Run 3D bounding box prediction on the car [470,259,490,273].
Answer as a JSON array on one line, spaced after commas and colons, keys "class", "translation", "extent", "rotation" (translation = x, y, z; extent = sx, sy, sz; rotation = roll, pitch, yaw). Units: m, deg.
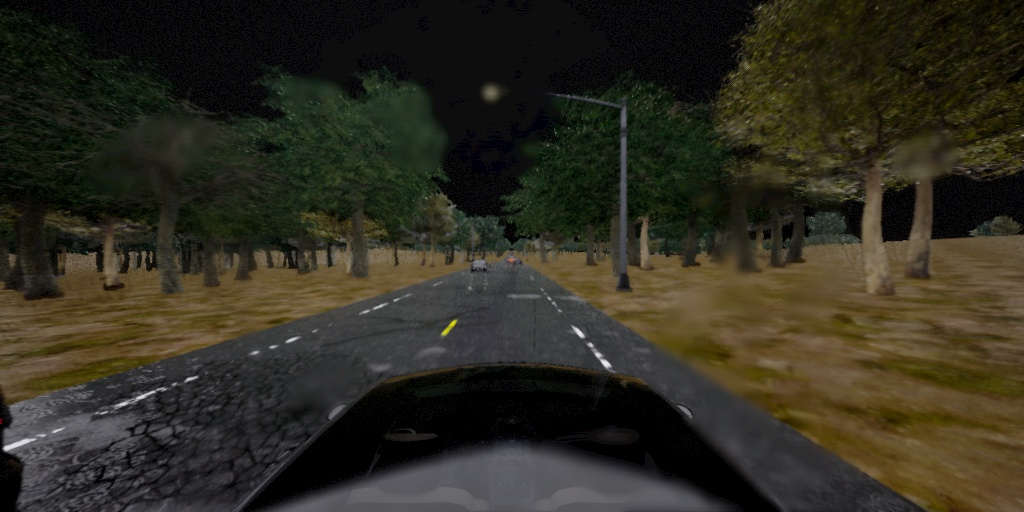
[{"class": "car", "translation": [-3.562, 1.142, 40.239], "extent": [1.837, 1.490, 4.892], "rotation": [0, 0, 0]}]
